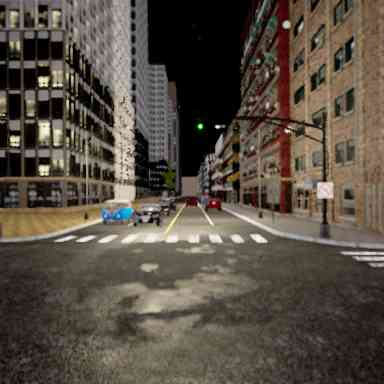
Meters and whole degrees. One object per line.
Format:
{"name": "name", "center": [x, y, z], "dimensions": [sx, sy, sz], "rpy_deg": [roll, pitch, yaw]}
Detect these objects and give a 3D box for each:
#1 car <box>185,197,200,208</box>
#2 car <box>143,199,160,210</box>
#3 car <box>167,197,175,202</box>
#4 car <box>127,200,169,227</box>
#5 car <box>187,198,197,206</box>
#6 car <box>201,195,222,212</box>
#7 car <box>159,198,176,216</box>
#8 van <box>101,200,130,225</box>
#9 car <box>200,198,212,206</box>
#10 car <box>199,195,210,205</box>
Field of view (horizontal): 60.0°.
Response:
{"name": "car", "center": [-0.040, 1.746, 54.703], "dimensions": [1.882, 1.535, 5.008], "rpy_deg": [-1, 0, 0]}
{"name": "car", "center": [-5.729, 1.808, 47.654], "dimensions": [1.752, 1.417, 4.829], "rpy_deg": [-1, 0, 0]}
{"name": "car", "center": [-5.758, 2.081, 92.230], "dimensions": [2.008, 1.369, 4.403], "rpy_deg": [-1, 0, 0]}
{"name": "car", "center": [-3.121, 1.631, 24.552], "dimensions": [2.128, 1.511, 4.902], "rpy_deg": [-1, 0, 0]}
{"name": "car", "center": [-0.047, 1.926, 65.155], "dimensions": [1.895, 1.301, 4.718], "rpy_deg": [-1, 0, 0]}
{"name": "car", "center": [2.652, 1.493, 42.281], "dimensions": [2.192, 1.841, 5.009], "rpy_deg": [-1, 0, 0]}
{"name": "car", "center": [-3.118, 1.679, 34.011], "dimensions": [2.128, 1.511, 4.902], "rpy_deg": [-1, 0, 0]}
{"name": "van", "center": [-5.716, 1.509, 25.621], "dimensions": [1.690, 1.788, 3.998], "rpy_deg": [-1, 0, 0]}
{"name": "car", "center": [2.640, 1.847, 64.483], "dimensions": [2.008, 1.369, 4.403], "rpy_deg": [-1, 0, 0]}
{"name": "car", "center": [2.634, 1.642, 70.035], "dimensions": [2.192, 1.841, 5.009], "rpy_deg": [-1, 0, 0]}
